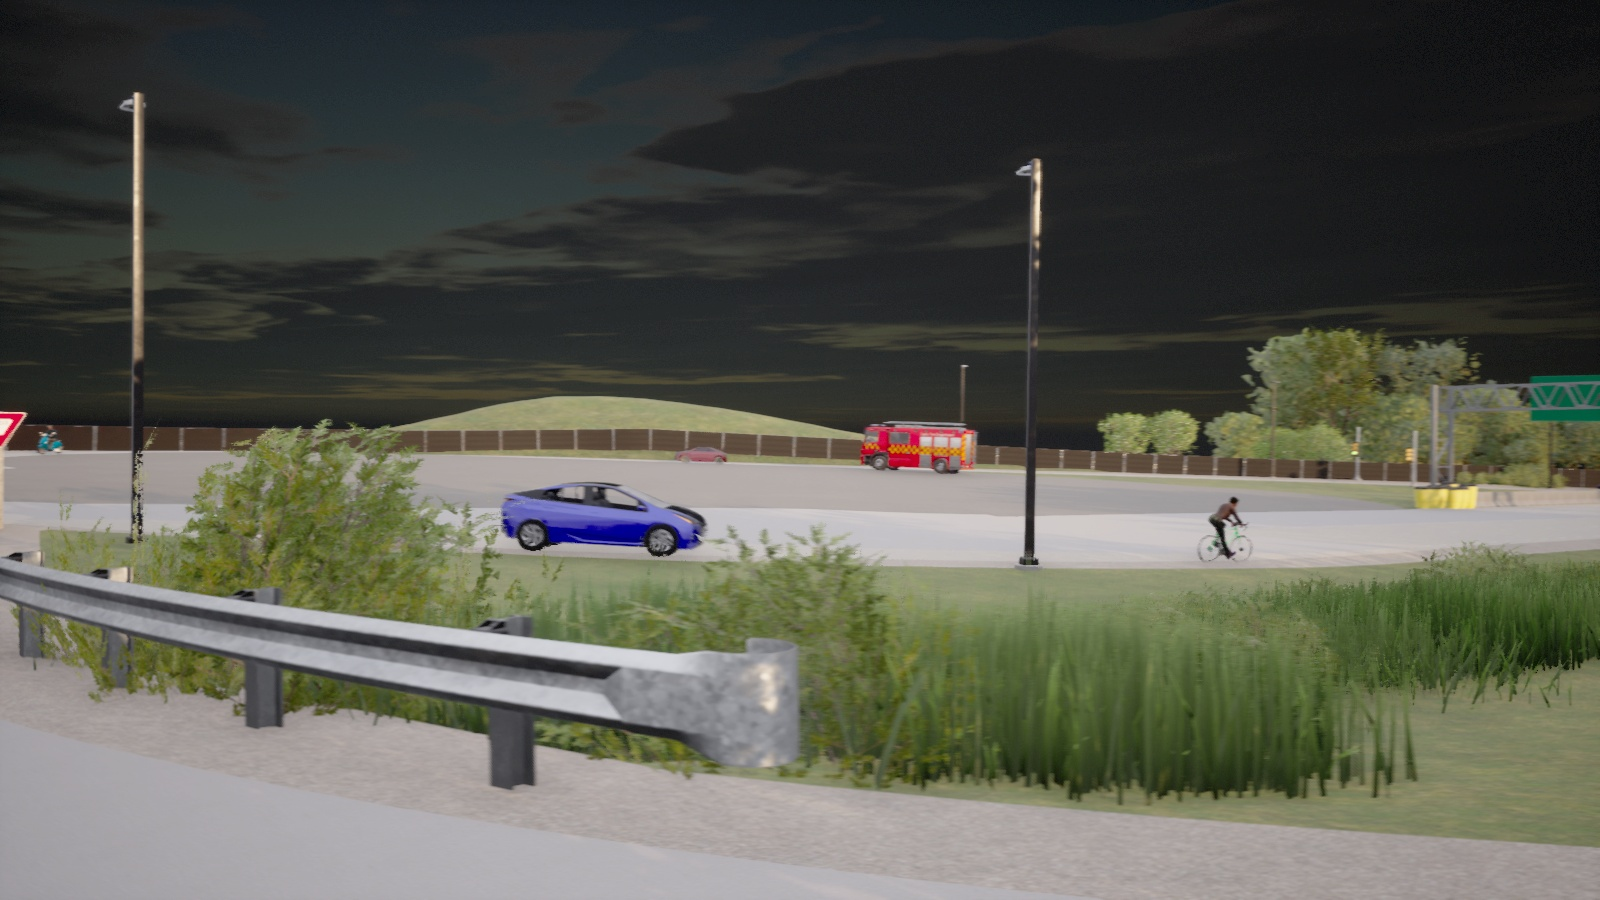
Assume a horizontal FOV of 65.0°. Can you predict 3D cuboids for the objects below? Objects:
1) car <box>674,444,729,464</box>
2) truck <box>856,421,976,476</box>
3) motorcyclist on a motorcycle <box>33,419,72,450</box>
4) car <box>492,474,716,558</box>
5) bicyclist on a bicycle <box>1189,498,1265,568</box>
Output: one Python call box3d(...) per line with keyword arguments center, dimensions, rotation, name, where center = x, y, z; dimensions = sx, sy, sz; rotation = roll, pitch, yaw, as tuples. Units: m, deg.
box3d(center=(-7.669, 0.322, 98.481), dimensions=(4.181, 1.385, 1.994), rotation=(3, 1, -3), name="car")
box3d(center=(8.818, -0.149, 95.620), dimensions=(8.468, 3.827, 2.891), rotation=(3, 1, 28), name="truck")
box3d(center=(-40.614, -0.852, 68.241), dimensions=(0.866, 1.590, 1.817), rotation=(2, 1, 5), name="motorcyclist on a motorcycle")
box3d(center=(-4.282, 1.423, 27.905), dimensions=(4.514, 1.525, 2.007), rotation=(3, 1, 4), name="car")
box3d(center=(10.403, 2.035, 30.616), dimensions=(1.656, 1.620, 0.582), rotation=(2, 4, -22), name="bicyclist on a bicycle")
